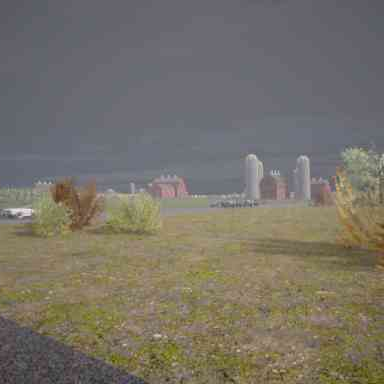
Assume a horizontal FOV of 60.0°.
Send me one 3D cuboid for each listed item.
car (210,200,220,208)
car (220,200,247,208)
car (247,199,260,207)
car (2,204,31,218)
[{"bbox_3d":[5.167,2.165,61.496,1.837,1.490,4.892,-1,-2,36],"label":"car"},{"bbox_3d":[7.343,2.093,58.468,1.812,1.442,4.674,-1,-1,36],"label":"car"},{"bbox_3d":[11.487,2.173,64.283,1.812,1.442,4.674,-1,-1,36],"label":"car"},{"bbox_3d":[-15.793,1.853,32.608,1.895,1.301,4.718,-1,-1,37],"label":"car"}]
